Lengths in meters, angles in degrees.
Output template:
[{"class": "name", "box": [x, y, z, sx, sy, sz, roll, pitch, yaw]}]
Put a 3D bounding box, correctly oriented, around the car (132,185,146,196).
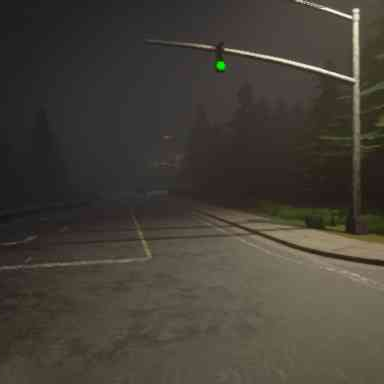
[{"class": "car", "box": [-8.787, -0.319, 55.307, 2.097, 1.767, 4.553, -2, 2, -10]}]
